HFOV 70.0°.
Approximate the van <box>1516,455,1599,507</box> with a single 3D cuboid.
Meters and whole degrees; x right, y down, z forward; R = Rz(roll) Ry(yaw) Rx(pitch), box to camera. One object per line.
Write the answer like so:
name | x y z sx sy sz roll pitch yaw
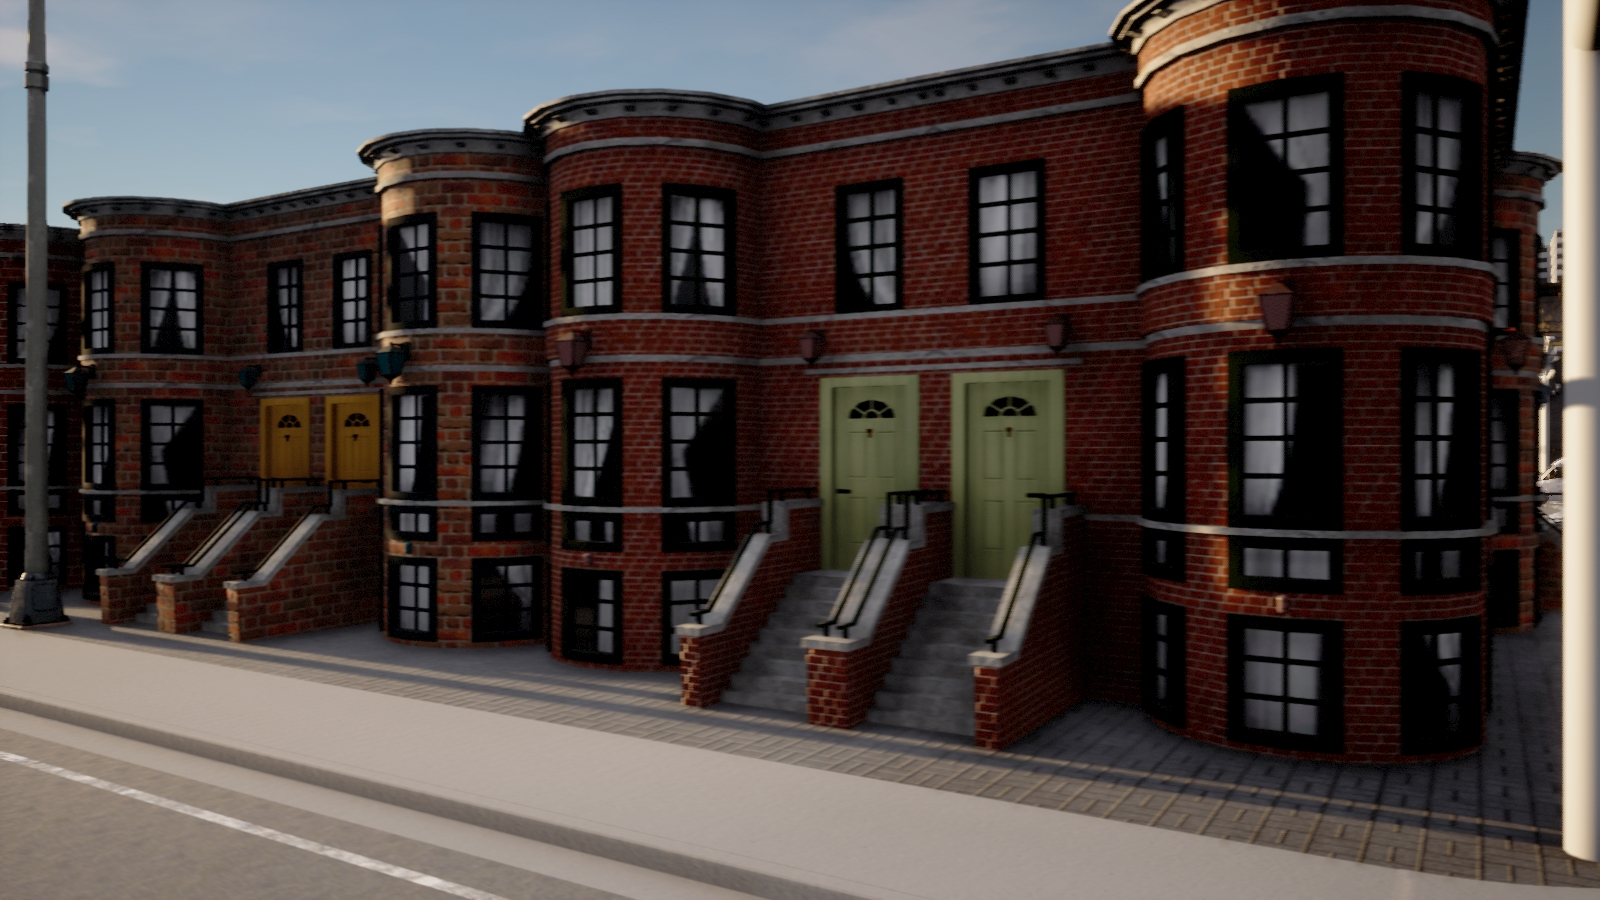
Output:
van | 39.400 1.529 57.322 5.915 2.561 1.988 0 0 32
